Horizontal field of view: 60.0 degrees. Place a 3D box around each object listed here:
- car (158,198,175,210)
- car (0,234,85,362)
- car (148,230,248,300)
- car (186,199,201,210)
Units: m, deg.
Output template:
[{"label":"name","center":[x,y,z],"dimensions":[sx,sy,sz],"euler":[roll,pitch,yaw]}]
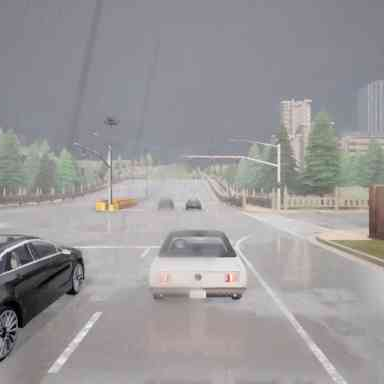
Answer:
[{"label":"car","center":[-3.305,1.504,43.342],"dimensions":[1.837,1.490,4.892],"euler":[0,0,0]},{"label":"car","center":[-3.387,1.492,5.824],"dimensions":[2.128,1.511,4.902],"euler":[0,0,0]},{"label":"car","center":[0.117,1.601,8.358],"dimensions":[1.895,1.301,4.718],"euler":[0,0,0]},{"label":"car","center":[0.197,1.564,43.316],"dimensions":[1.994,1.385,4.181],"euler":[0,0,0]}]
